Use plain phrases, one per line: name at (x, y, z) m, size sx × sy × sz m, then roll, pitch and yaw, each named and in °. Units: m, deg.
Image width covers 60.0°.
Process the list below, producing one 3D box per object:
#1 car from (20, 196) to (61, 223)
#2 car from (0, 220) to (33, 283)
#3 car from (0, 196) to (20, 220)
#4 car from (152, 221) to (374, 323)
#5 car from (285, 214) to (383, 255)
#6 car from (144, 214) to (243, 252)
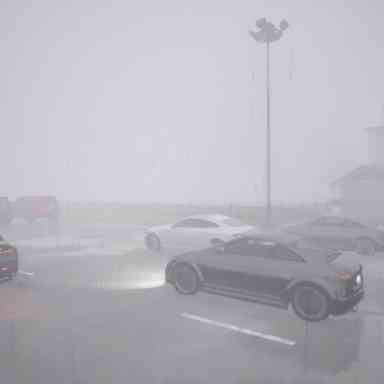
car at (-12.485, 1.299, 25.784) m, size 5.566 × 2.045 × 2.150 m, roll 0°, pitch 0°, yaw 35°
car at (-6.324, 1.536, 8.501) m, size 4.892 × 1.490 × 1.837 m, roll 0°, pitch 0°, yaw 35°
car at (-14.521, 1.299, 22.937) m, size 5.566 × 2.045 × 2.150 m, roll 0°, pitch 0°, yaw 35°
car at (1.420, 1.573, 7.277) m, size 4.181 × 1.385 × 1.994 m, roll 0°, pitch 0°, yaw 35°
car at (5.391, 1.574, 13.042) m, size 4.181 × 1.385 × 1.994 m, roll 0°, pitch 0°, yaw 35°
car at (0.303, 1.547, 12.353) m, size 4.674 × 1.442 × 1.812 m, roll 0°, pitch 0°, yaw 35°
